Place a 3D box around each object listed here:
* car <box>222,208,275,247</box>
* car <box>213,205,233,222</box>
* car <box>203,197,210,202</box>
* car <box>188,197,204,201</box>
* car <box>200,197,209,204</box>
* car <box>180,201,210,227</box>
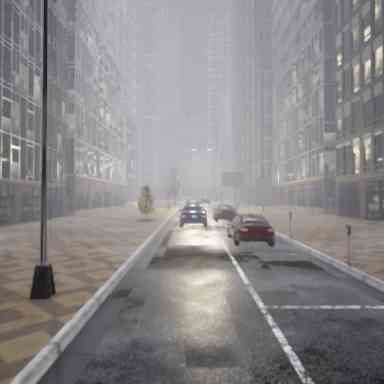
[{"bbox_3d":[2.580,1.610,14.993,1.802,1.307,4.206,1,0,0],"label":"car"},{"bbox_3d":[2.581,1.635,26.127,1.802,1.307,4.206,1,0,0],"label":"car"},{"bbox_3d":[2.589,1.604,65.100,1.967,1.590,4.097,1,0,0],"label":"car"},{"bbox_3d":[0.106,1.660,42.361,1.994,1.385,4.181,0,0,0],"label":"car"},{"bbox_3d":[2.587,1.765,70.667,1.802,1.307,4.206,1,0,0],"label":"car"},{"bbox_3d":[0.103,1.594,23.415,2.033,1.411,5.357,0,0,0],"label":"car"}]
